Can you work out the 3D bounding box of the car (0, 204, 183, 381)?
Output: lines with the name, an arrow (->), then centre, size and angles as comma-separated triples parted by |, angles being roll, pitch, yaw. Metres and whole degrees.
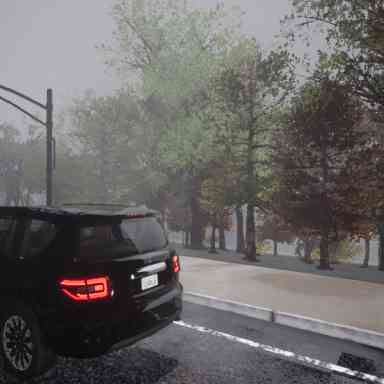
car -> -2.756, 1.221, 5.680 | 5.566, 2.045, 2.150 | 0, 0, 34
